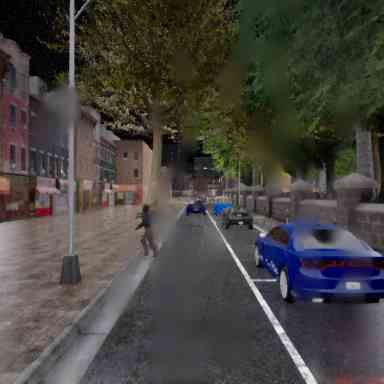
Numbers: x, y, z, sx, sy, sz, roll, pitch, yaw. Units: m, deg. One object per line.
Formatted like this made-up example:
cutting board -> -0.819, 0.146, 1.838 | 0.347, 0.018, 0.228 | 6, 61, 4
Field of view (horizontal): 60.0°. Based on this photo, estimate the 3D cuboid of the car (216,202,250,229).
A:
car -> 2.858, 1.565, 21.489 | 2.008, 1.369, 4.403 | 1, 0, 1

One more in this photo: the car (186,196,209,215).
car -> 0.426, 1.509, 33.806 | 1.882, 1.535, 5.008 | 0, 0, 1

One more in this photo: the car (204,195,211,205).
car -> 3.181, 1.600, 54.354 | 1.752, 1.417, 4.829 | 1, 0, 1

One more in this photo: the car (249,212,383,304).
car -> 2.831, 1.481, 8.262 | 1.882, 1.535, 5.008 | 0, 0, 1

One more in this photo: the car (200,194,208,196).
car -> 3.342, 1.440, 70.532 | 2.192, 1.841, 5.009 | 1, 0, 1

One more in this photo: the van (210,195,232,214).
van -> 2.967, 1.370, 32.388 | 1.690, 1.788, 3.998 | 1, 0, 1

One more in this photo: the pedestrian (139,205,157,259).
pedestrian -> -1.513, 1.299, 11.319 | 0.375, 1.860, 0.375 | 1, -1, 1
